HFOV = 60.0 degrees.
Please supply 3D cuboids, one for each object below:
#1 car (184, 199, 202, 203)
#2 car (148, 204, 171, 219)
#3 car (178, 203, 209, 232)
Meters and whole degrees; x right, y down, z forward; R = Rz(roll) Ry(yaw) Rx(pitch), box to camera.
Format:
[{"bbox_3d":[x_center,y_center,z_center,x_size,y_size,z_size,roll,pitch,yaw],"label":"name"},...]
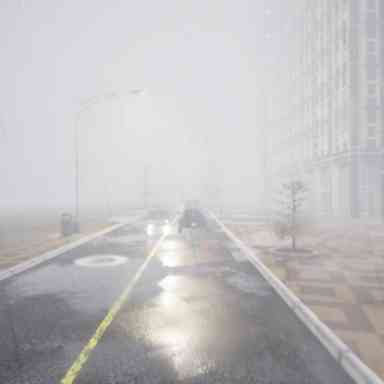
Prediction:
[{"bbox_3d":[0.089,1.599,39.938,2.097,1.767,4.553,0,0,0],"label":"car"},{"bbox_3d":[-3.009,1.798,31.595,1.895,1.301,4.718,0,0,0],"label":"car"},{"bbox_3d":[0.093,1.655,20.905,1.812,1.442,4.674,0,0,0],"label":"car"}]
